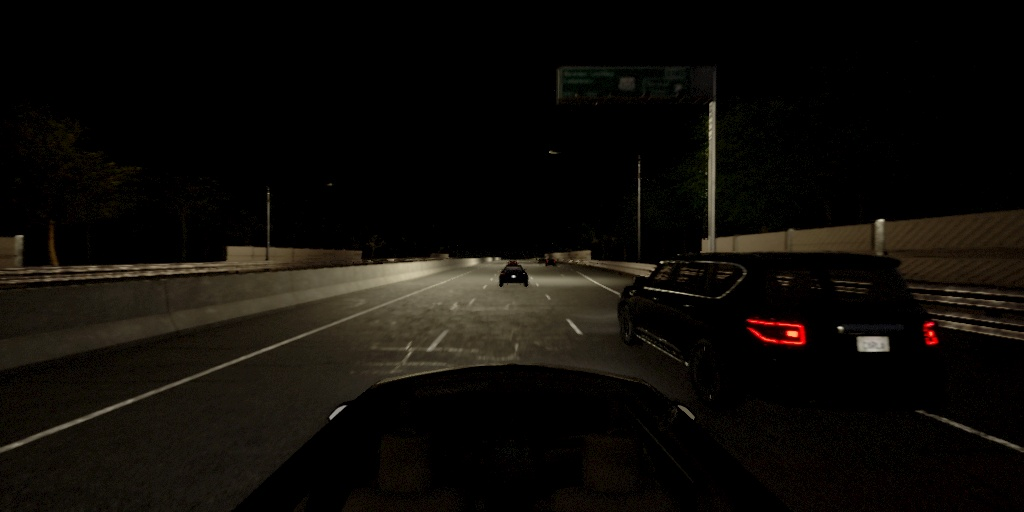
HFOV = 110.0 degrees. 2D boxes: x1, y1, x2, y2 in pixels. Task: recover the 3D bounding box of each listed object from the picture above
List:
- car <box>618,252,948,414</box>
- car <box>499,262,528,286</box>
[{"bbox_3d":[3.604,0.971,6.258,2.150,2.045,5.566,0,0,0],"label":"car"},{"bbox_3d":[0.112,1.313,25.426,1.994,1.385,4.181,0,0,0],"label":"car"}]
